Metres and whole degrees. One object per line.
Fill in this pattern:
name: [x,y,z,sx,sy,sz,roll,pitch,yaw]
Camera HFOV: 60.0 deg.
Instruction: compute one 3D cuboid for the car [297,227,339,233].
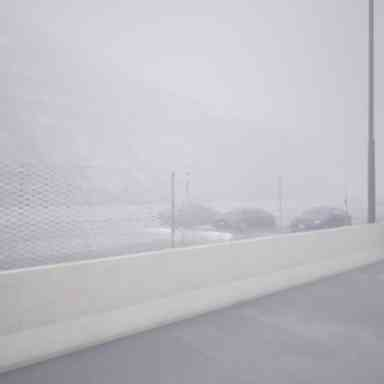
car: [7.525,1.544,19.027,4.674,1.442,1.812,0,0,-41]
